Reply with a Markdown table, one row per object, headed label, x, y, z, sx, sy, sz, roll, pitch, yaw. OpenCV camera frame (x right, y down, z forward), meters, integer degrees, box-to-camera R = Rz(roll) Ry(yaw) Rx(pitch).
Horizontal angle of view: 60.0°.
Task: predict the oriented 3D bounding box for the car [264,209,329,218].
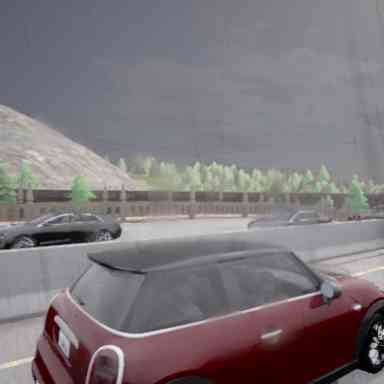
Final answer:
| label | x | y | z | sx | sy | sz | roll | pitch | yaw |
| --- | --- | --- | --- | --- | --- | --- | --- | --- | --- |
| car | 4.721 | 1.578 | 15.945 | 4.902 | 1.511 | 2.128 | 0 | 0 | -35 |

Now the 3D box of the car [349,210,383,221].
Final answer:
| label | x | y | z | sx | sy | sz | roll | pitch | yaw |
| --- | --- | --- | --- | --- | --- | --- | --- | --- | --- |
| car | 17.776 | 2.517 | 33.783 | 4.181 | 1.385 | 1.994 | 6 | -3 | -35 |

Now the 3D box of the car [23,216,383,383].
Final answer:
| label | x | y | z | sx | sy | sz | roll | pitch | yaw |
| --- | --- | --- | --- | --- | --- | --- | --- | --- | --- |
| car | 0.602 | 1.371 | 4.177 | 4.553 | 1.767 | 2.097 | 0 | 0 | -35 |

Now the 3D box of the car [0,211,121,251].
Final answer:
| label | x | y | z | sx | sy | sz | roll | pitch | yaw |
| --- | --- | --- | --- | --- | --- | --- | --- | --- | --- |
| car | -5.179 | 1.514 | 13.191 | 4.902 | 1.511 | 2.128 | 0 | 0 | -35 |
